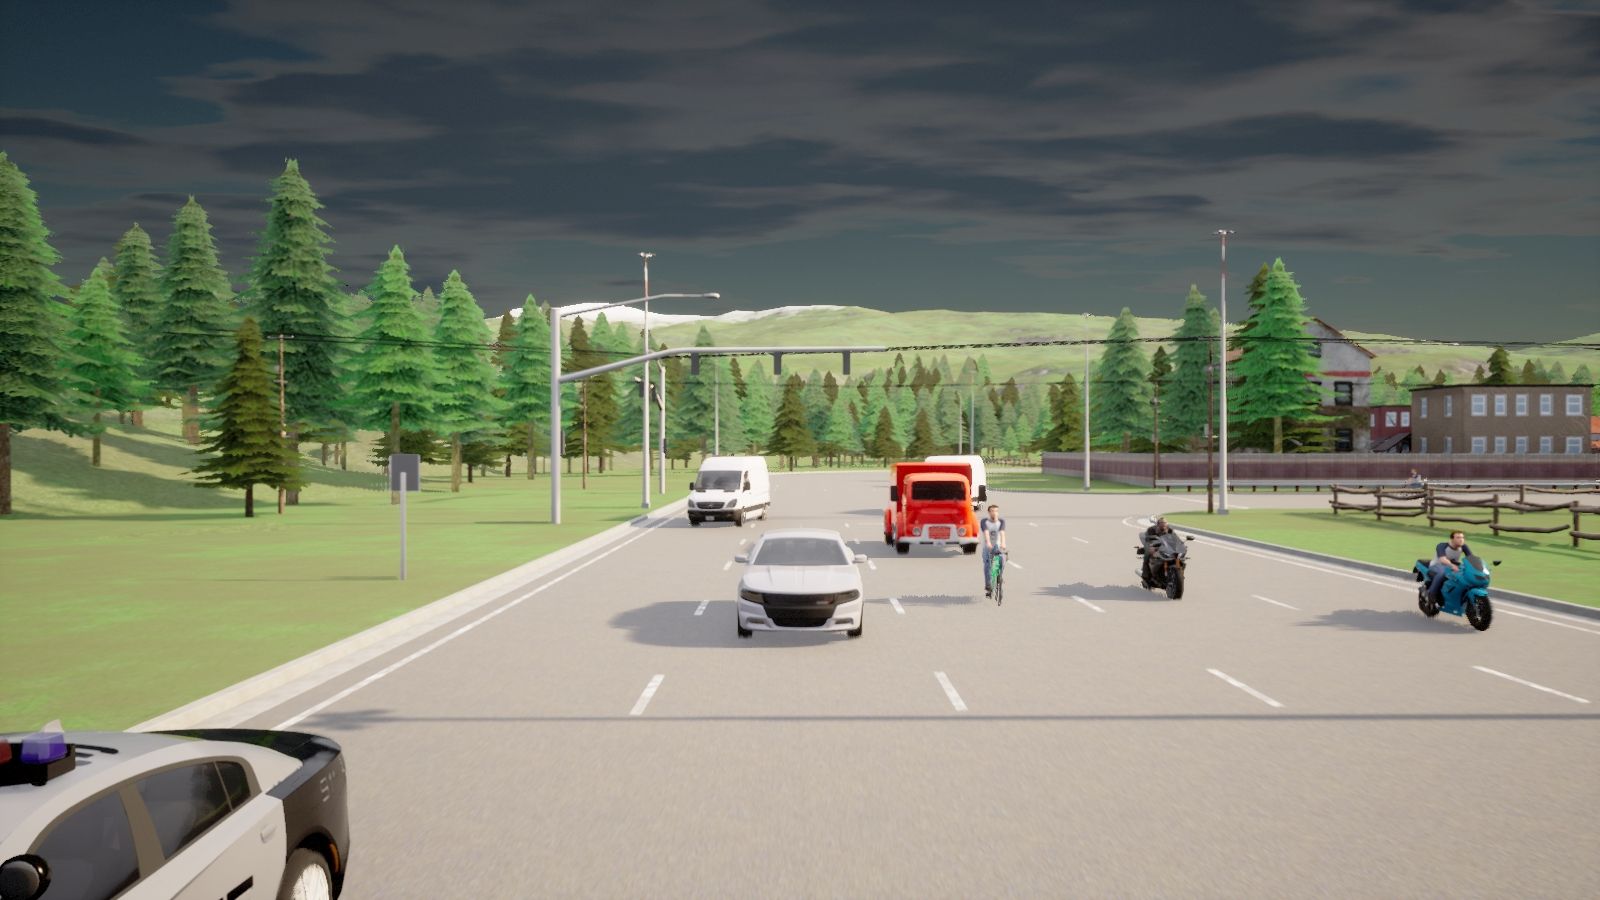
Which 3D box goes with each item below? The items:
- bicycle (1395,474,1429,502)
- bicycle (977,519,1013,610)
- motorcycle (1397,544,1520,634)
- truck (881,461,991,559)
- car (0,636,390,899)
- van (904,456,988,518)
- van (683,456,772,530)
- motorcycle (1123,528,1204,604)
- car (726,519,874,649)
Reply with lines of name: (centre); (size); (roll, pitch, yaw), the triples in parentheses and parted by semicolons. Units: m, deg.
bicycle: (33.205, 2.069, 61.988); (1.643, 1.496, 0.373); (0, 0, 0)
bicycle: (3.558, 2.061, 20.948); (0.373, 1.496, 1.643); (0, 0, 0)
motorcycle: (10.517, 2.190, 18.335); (0.803, 1.199, 2.033); (0, 0, 0)
truck: (3.690, 1.576, 32.040); (2.627, 2.467, 5.204); (0, 0, 2)
car: (-3.609, 1.983, 4.511); (2.097, 1.638, 5.238); (0, 0, 0)
van: (6.564, 1.546, 50.643); (1.988, 2.561, 5.915); (0, 0, 25)
van: (-2.649, 1.544, 43.386); (1.988, 2.561, 5.915); (-1, 0, 10)
motorcycle: (7.005, 2.210, 22.132); (0.867, 1.251, 2.209); (0, 0, 0)
car: (0.016, 2.038, 18.626); (2.097, 1.535, 5.006); (0, 0, 0)
